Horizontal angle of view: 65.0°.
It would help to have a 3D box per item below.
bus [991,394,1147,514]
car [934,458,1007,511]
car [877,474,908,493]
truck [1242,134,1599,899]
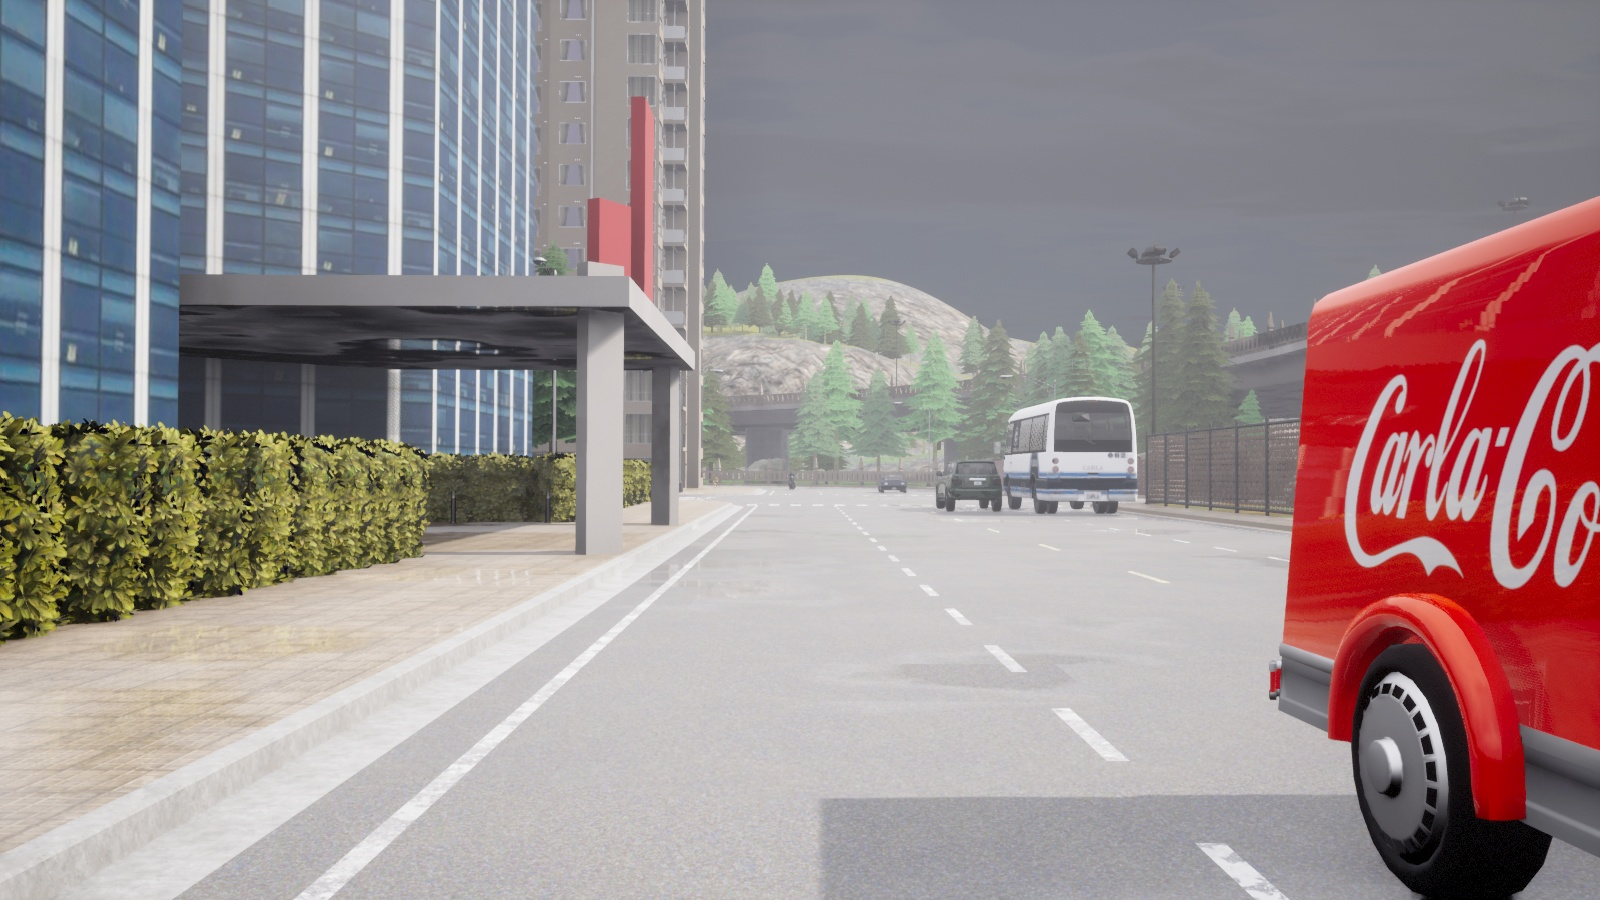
[{"bbox_3d":[10.362,0.232,49.859,3.944,4.253,10.273,0,-1,0],"label":"bus"},{"bbox_3d":[6.864,1.363,51.171,2.150,2.045,5.566,0,-1,0],"label":"car"},{"bbox_3d":[6.755,2.431,92.105,1.895,1.301,4.718,0,-1,0],"label":"car"},{"bbox_3d":[3.488,0.373,3.519,2.627,2.467,5.204,0,-1,0],"label":"truck"}]
